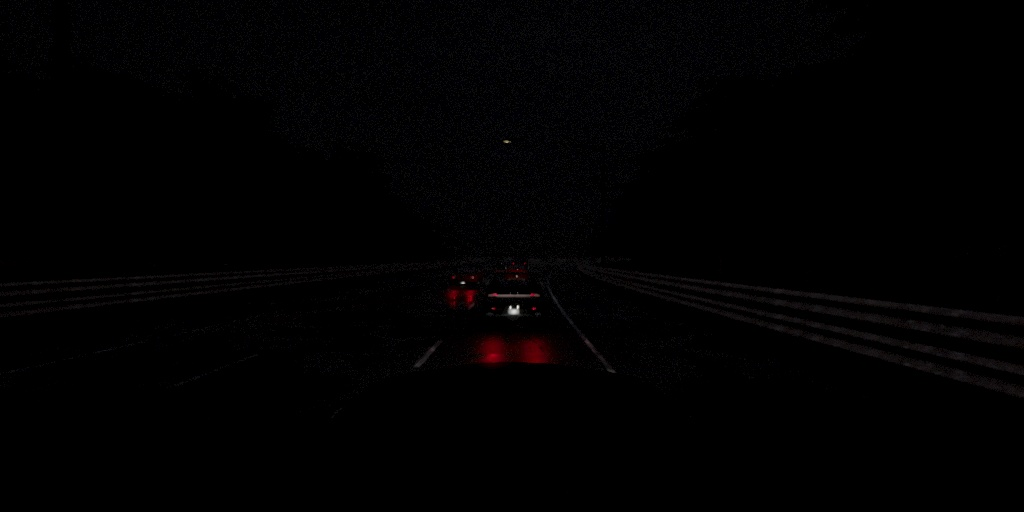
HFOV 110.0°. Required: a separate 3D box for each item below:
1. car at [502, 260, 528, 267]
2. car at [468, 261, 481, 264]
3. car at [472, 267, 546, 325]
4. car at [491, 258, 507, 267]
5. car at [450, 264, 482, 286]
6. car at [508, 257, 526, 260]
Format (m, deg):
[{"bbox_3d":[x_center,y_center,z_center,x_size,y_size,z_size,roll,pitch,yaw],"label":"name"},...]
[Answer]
[{"bbox_3d":[0.422,1.359,29.576,1.882,1.535,5.008,0,0,2],"label":"car"},{"bbox_3d":[-5.706,1.476,54.575,1.812,1.442,4.674,0,0,2],"label":"car"},{"bbox_3d":[0.080,1.302,12.177,2.128,1.511,4.902,0,0,1],"label":"car"},{"bbox_3d":[-1.987,1.480,61.372,1.837,1.490,4.892,0,0,2],"label":"car"},{"bbox_3d":[-3.143,1.469,25.924,1.895,1.301,4.718,0,0,2],"label":"car"},{"bbox_3d":[0.994,1.156,48.224,2.150,2.045,5.566,0,0,2],"label":"car"}]
